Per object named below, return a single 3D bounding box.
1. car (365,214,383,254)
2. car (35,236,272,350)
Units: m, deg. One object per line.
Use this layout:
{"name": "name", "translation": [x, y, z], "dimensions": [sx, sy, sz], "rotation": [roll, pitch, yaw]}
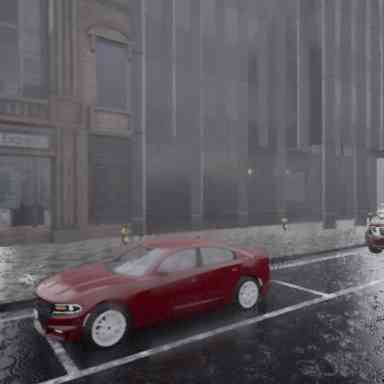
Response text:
{"name": "car", "translation": [8.694, 1.378, 12.747], "dimensions": [5.009, 1.841, 2.192], "rotation": [0, -1, -35]}
{"name": "car", "translation": [-0.464, 1.559, 6.212], "dimensions": [4.507, 1.381, 1.887], "rotation": [0, -1, -35]}
